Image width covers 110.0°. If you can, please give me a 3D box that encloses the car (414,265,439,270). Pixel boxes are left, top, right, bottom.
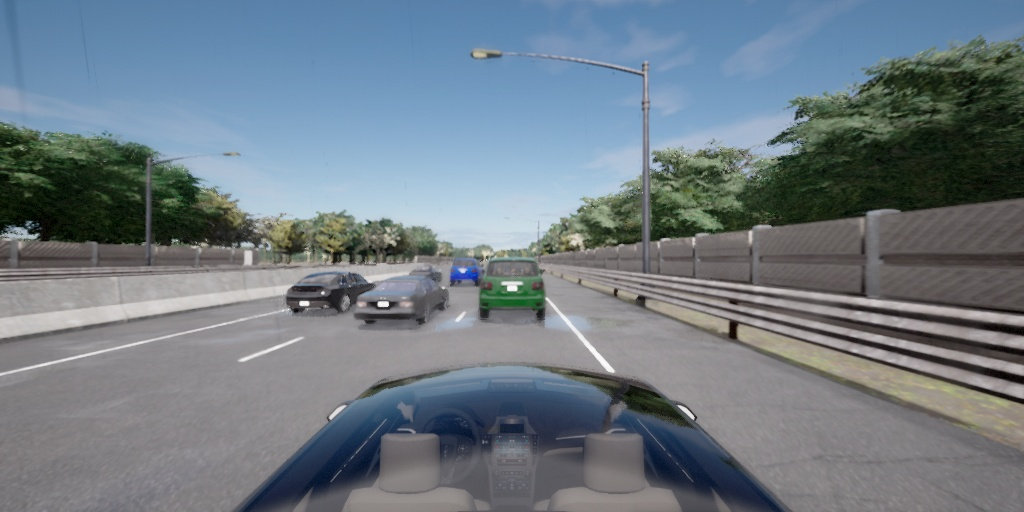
[{"bbox_3d":[-6.957,1.514,29.445,2.128,1.511,4.902,0,-1,0],"label":"car"}]

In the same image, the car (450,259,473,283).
[{"bbox_3d":[-3.468,1.232,28.264,2.150,2.045,5.566,0,0,1],"label":"car"}]

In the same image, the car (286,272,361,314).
[{"bbox_3d":[-6.954,1.361,14.463,1.837,1.490,4.892,0,0,0],"label":"car"}]

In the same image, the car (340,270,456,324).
[{"bbox_3d":[-3.477,1.381,12.255,2.033,1.411,5.357,0,-1,1],"label":"car"}]

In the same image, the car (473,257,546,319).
[{"bbox_3d":[0.034,1.066,13.291,2.150,2.045,5.566,0,0,1],"label":"car"}]
